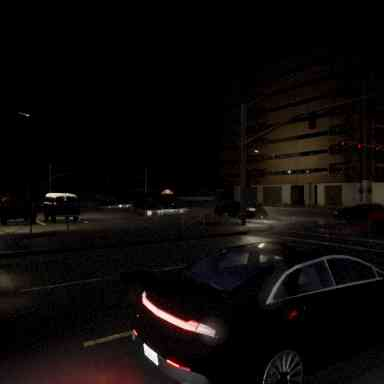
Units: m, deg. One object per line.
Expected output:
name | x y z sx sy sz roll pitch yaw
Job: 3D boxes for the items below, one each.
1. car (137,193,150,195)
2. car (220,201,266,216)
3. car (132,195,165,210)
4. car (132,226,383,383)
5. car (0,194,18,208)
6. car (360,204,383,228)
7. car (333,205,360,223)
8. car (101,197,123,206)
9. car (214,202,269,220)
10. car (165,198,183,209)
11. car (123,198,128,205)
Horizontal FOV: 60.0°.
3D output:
car | -10.459 1.277 69.482 2.150 2.045 5.566 0 0 -34
car | 5.122 1.656 33.907 1.895 1.301 4.718 0 0 -34
car | -5.953 1.533 43.928 1.882 1.535 5.008 0 0 -34
car | 1.573 1.492 4.865 4.902 1.511 2.128 0 0 -34
car | -31.448 1.209 56.535 1.932 1.855 4.605 0 0 -34
car | 12.005 1.501 17.617 1.882 1.535 5.008 0 0 -34
car | 13.108 1.575 23.935 5.357 1.411 2.033 0 0 40
car | -13.700 1.581 55.376 1.812 1.442 4.674 0 0 -34
car | 4.156 1.603 29.119 2.033 1.411 5.357 0 0 -34
car | -3.158 1.561 46.048 1.837 1.490 4.892 0 0 -34
car | -13.337 1.631 61.128 1.994 1.385 4.181 0 0 -34
